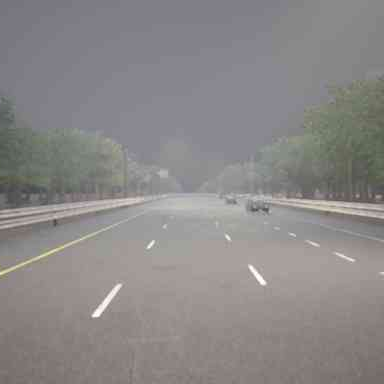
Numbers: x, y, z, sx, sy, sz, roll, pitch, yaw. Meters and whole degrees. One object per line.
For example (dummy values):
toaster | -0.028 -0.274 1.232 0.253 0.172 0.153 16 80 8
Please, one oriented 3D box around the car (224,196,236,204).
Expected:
car | 7.040 1.491 61.213 1.812 1.442 4.674 0 0 0

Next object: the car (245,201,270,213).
car | 7.023 1.581 36.289 1.895 1.301 4.718 0 0 0
